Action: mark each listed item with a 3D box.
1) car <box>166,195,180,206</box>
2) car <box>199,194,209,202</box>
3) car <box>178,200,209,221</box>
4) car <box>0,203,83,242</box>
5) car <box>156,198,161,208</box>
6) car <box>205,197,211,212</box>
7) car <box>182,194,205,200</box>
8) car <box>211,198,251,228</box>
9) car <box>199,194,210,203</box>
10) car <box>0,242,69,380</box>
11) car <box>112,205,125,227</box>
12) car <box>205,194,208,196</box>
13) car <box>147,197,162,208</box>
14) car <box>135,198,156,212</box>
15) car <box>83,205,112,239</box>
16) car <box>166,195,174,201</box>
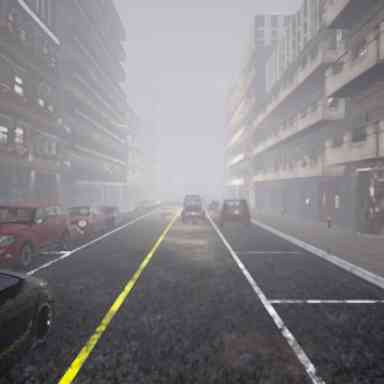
[{"bbox_3d":[-2.987,1.567,55.150,2.033,1.411,5.357,0,0,0],"label":"car"},{"bbox_3d":[2.715,1.350,79.070,2.192,1.841,5.009,-1,0,0],"label":"car"},{"bbox_3d":[0.106,1.571,26.950,1.994,1.385,4.181,0,0,0],"label":"car"},{"bbox_3d":[-5.697,1.318,11.140,2.192,1.841,5.009,-1,0,0],"label":"car"},{"bbox_3d":[-5.678,1.540,44.954,1.752,1.417,4.829,-1,0,0],"label":"car"},{"bbox_3d":[2.700,1.579,39.423,1.947,1.339,4.313,-1,0,0],"label":"car"},{"bbox_3d":[0.074,1.237,38.174,2.150,2.045,5.566,0,0,0],"label":"car"},{"bbox_3d":[2.688,1.321,22.431,2.192,1.841,5.009,-1,0,0],"label":"car"},{"bbox_3d":[2.713,1.346,73.406,2.192,1.841,5.009,-1,0,0],"label":"car"},{"bbox_3d":[-3.097,1.565,3.464,1.994,1.385,4.181,0,0,0],"label":"car"},{"bbox_3d":[-5.689,1.572,22.467,1.947,1.339,4.313,-1,0,0],"label":"car"},{"bbox_3d":[2.709,1.463,62.078,1.967,1.590,4.097,-1,0,0],"label":"car"},{"bbox_3d":[-5.676,1.543,50.618,1.752,1.417,4.829,-1,0,0],"label":"car"},{"bbox_3d":[-5.681,1.538,39.290,1.752,1.417,4.829,-1,0,0],"label":"car"},{"bbox_3d":[-5.693,1.444,16.803,1.967,1.590,4.097,-1,0,0],"label":"car"},{"bbox_3d":[-5.659,1.565,84.601,1.752,1.417,4.829,-1,0,0],"label":"car"}]
